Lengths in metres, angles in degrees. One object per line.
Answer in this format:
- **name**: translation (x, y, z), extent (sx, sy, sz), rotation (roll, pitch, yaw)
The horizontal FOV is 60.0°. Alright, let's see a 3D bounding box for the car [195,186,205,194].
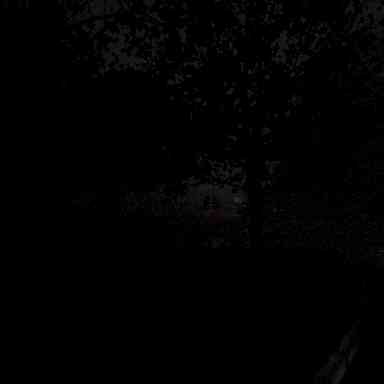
- **car**: translation (0.310, -0.237, 72.755), extent (1.946, 1.575, 5.366), rotation (0, 3, 23)

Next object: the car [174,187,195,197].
- **car**: translation (-1.897, 0.096, 67.703), extent (1.946, 1.575, 5.366), rotation (0, 3, 24)

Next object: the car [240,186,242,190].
- **car**: translation (9.330, 0.145, 63.857), extent (1.812, 1.442, 4.674), rotation (0, 4, 23)

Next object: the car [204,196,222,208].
- **car**: translation (2.770, 1.280, 43.875), extent (1.837, 1.490, 4.892), rotation (0, 2, 11)

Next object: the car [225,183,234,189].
- **car**: translation (9.216, -1.545, 93.245), extent (2.163, 1.488, 4.792), rotation (0, 3, 24)

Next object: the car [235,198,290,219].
- **car**: translation (6.161, 1.546, 29.397), extent (2.033, 1.411, 5.357), rotation (0, 0, -27)

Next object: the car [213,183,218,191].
- **car**: translation (4.818, -1.164, 83.115), extent (2.435, 2.045, 5.566), rotation (0, 3, 23)

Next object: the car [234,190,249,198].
- **car**: translation (7.679, 0.960, 50.057), extent (1.812, 1.442, 4.674), rotation (0, 3, 16)

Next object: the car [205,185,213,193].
- **car**: translation (2.509, -0.568, 77.813), extent (1.946, 1.575, 5.366), rotation (0, 3, 24)
